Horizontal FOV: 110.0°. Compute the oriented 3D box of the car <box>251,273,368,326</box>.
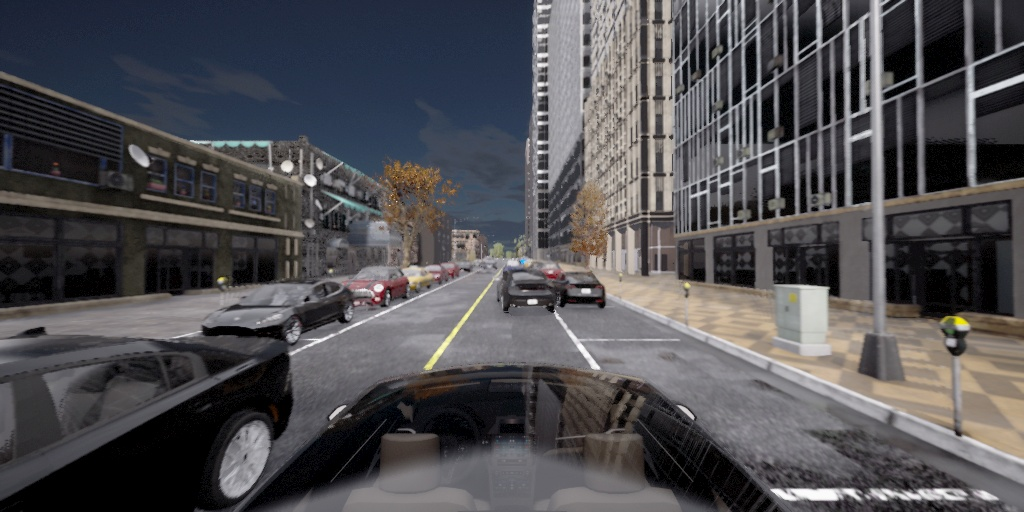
[{"bbox_3d":[-5.690,1.307,9.382,1.948,1.339,4.313,0,0,0],"label":"car"}]

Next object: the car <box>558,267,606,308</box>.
[{"bbox_3d":[2.657,1.300,14.971,1.948,1.339,4.313,0,0,0],"label":"car"}]

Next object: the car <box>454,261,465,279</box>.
[{"bbox_3d":[-5.692,1.262,31.958,1.888,1.381,4.507,0,0,0],"label":"car"}]

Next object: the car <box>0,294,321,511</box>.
[{"bbox_3d":[-3.100,1.228,1.495,1.882,1.535,5.008,0,0,0],"label":"car"}]

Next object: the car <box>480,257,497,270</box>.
[{"bbox_3d":[-3.028,1.223,50.531,1.812,1.442,4.674,0,0,0],"label":"car"}]

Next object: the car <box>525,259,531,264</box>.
[{"bbox_3d":[2.656,1.277,37.548,1.948,1.339,4.313,0,0,0],"label":"car"}]

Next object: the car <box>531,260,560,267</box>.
[{"bbox_3d":[2.656,1.162,26.259,1.967,1.591,4.097,0,0,0],"label":"car"}]

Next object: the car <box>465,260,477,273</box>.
[{"bbox_3d":[-5.693,1.271,43.246,1.948,1.339,4.313,0,0,0],"label":"car"}]

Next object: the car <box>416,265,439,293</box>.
[{"bbox_3d":[-5.691,1.254,20.500,1.751,1.417,4.829,0,0,0],"label":"car"}]

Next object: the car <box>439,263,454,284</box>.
[{"bbox_3d":[-5.691,1.305,26.314,1.802,1.307,4.207,0,0,0],"label":"car"}]

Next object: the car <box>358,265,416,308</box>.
[{"bbox_3d":[-5.691,1.175,15.026,1.967,1.591,4.097,0,0,0],"label":"car"}]

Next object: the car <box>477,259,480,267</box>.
[{"bbox_3d":[-5.694,1.239,60.178,2.007,1.370,4.403,0,0,0],"label":"car"}]

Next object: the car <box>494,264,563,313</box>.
[{"bbox_3d":[0.435,1.240,14.060,1.837,1.490,4.892,0,0,-6],"label":"car"}]

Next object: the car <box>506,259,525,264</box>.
[{"bbox_3d":[0.096,1.312,37.250,1.895,1.301,4.718,0,0,0],"label":"car"}]

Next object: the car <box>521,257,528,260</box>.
[{"bbox_3d":[2.655,1.219,54.650,1.751,1.417,4.829,0,0,0],"label":"car"}]
